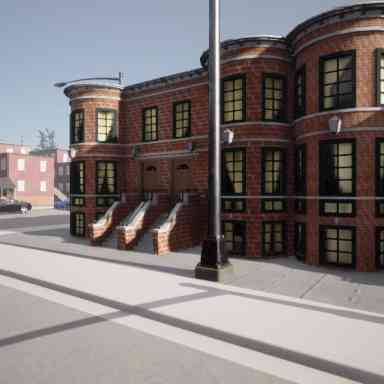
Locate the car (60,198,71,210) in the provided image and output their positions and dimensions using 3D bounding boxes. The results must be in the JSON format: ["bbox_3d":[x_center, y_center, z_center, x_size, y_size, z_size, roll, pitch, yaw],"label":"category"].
[{"bbox_3d":[-13.327,1.599,41.167,1.895,1.301,4.718,0,0,36],"label":"car"}]

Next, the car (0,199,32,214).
[{"bbox_3d":[-18.767,1.491,33.567,2.128,1.511,4.902,0,0,36],"label":"car"}]

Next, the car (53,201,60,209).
[{"bbox_3d":[-15.729,1.478,43.828,1.882,1.535,5.008,0,0,35],"label":"car"}]
